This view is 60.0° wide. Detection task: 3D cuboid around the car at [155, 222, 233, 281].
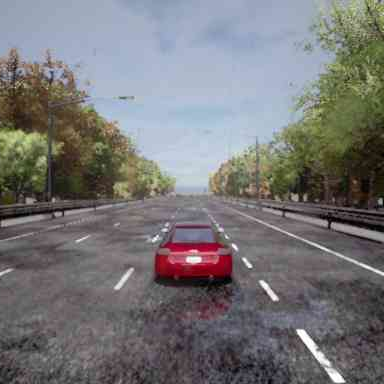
[{"bbox_3d":[0.033,1.572,9.866,1.994,1.385,4.181,0,0,0],"label":"car"}]
